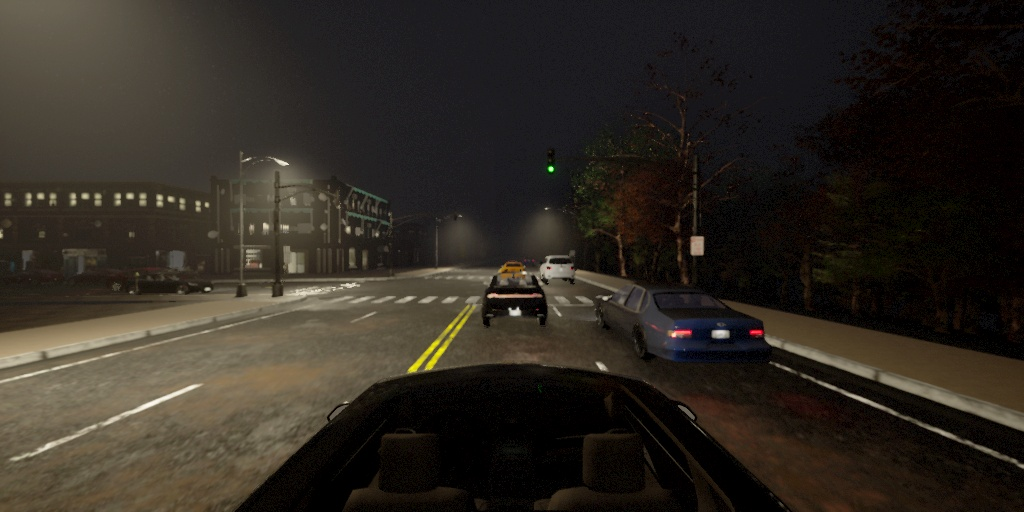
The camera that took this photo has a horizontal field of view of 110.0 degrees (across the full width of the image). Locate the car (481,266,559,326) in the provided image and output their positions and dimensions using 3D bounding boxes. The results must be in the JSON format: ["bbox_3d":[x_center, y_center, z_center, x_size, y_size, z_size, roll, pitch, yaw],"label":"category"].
[{"bbox_3d":[0.052,1.254,11.653,2.128,1.511,4.902,0,0,-1],"label":"car"}]

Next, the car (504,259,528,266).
[{"bbox_3d":[0.116,1.262,30.175,1.882,1.535,5.008,0,0,0],"label":"car"}]

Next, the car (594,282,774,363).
[{"bbox_3d":[3.352,1.306,8.275,2.033,1.411,5.357,0,0,0],"label":"car"}]

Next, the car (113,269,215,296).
[{"bbox_3d":[-19.937,1.591,20.942,4.313,1.339,1.948,0,0,0],"label":"car"}]

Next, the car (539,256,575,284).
[{"bbox_3d":[3.365,1.002,27.285,2.150,2.045,5.566,0,0,0],"label":"car"}]

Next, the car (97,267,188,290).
[{"bbox_3d":[-23.648,1.523,23.655,5.008,1.535,1.882,-1,0,0],"label":"car"}]

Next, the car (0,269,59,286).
[{"bbox_3d":[-39.335,1.756,29.479,4.207,1.307,1.802,0,0,0],"label":"car"}]

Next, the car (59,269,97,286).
[{"bbox_3d":[-33.801,1.693,29.469,4.207,1.307,1.802,0,0,0],"label":"car"}]
